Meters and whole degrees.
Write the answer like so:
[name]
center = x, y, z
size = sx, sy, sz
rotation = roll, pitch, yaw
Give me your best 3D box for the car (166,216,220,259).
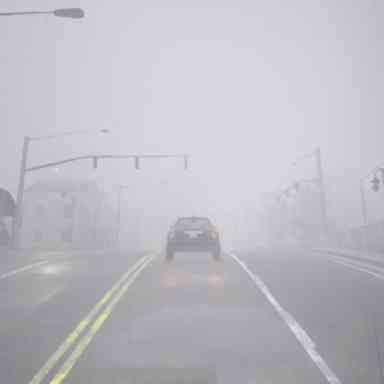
[car]
center = 0.063, 1.894, 14.676
size = 2.097, 1.767, 4.553
rotation = 0, -6, 0
